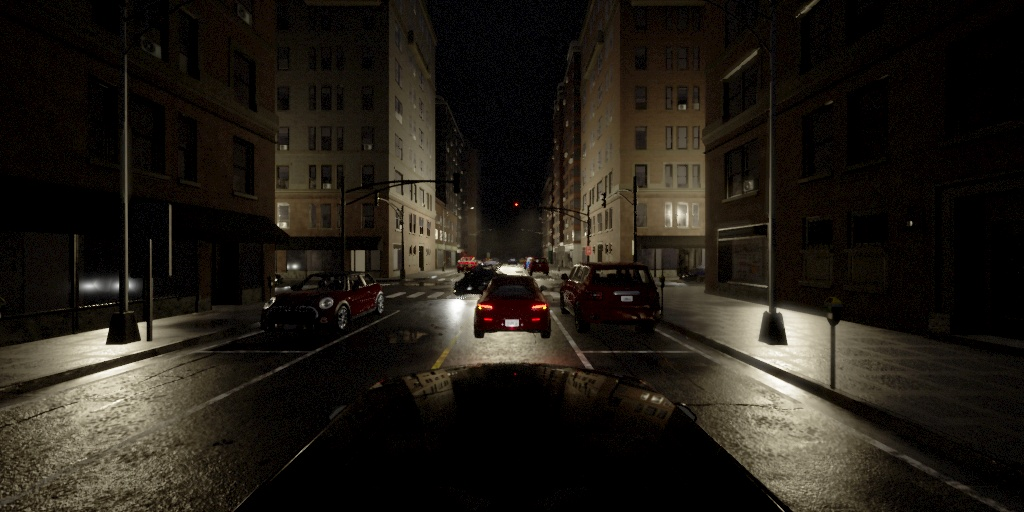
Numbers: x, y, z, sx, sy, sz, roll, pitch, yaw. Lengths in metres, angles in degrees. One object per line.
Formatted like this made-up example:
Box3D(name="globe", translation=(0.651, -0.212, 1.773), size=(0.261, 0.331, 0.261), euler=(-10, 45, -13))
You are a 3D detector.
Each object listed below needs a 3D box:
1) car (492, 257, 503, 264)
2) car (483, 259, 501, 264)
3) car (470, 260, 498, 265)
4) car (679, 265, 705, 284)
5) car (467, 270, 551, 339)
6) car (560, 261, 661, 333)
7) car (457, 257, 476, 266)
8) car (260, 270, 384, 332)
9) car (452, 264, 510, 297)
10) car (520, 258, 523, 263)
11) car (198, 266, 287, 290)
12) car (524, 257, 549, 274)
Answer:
Box3D(name="car", translation=(-2.730, 1.294, 55.661), size=(2.033, 1.411, 5.357), euler=(0, 0, 1))
Box3D(name="car", translation=(-2.755, 1.349, 45.848), size=(1.895, 1.301, 4.718), euler=(0, 0, 0))
Box3D(name="car", translation=(-2.777, 1.349, 36.624), size=(1.895, 1.301, 4.718), euler=(0, 0, 0))
Box3D(name="car", translation=(14.292, 1.270, 25.723), size=(4.181, 1.385, 1.994), euler=(0, 0, 0))
Box3D(name="car", translation=(0.023, 1.276, 10.006), size=(1.812, 1.442, 4.674), euler=(0, 0, 1))
Box3D(name="car", translation=(2.654, 1.064, 10.650), size=(2.192, 1.841, 5.009), euler=(0, 0, 0))
Box3D(name="car", translation=(-5.335, 1.063, 43.225), size=(2.192, 1.841, 5.009), euler=(0, 0, 0))
Box3D(name="car", translation=(-5.371, 1.189, 10.666), size=(1.967, 1.591, 4.097), euler=(0, 0, 0))
Box3D(name="car", translation=(-1.460, 1.314, 18.400), size=(1.994, 1.385, 4.181), euler=(0, 0, 15))
Box3D(name="car", translation=(2.794, 1.061, 54.217), size=(2.192, 1.841, 5.009), euler=(0, 0, 0))
Box3D(name="car", translation=(-17.073, 1.362, 22.907), size=(4.181, 1.385, 1.994), euler=(0, 0, 0))
Box3D(name="car", translation=(2.773, 1.063, 37.706), size=(2.192, 1.841, 5.009), euler=(0, 0, 0))
